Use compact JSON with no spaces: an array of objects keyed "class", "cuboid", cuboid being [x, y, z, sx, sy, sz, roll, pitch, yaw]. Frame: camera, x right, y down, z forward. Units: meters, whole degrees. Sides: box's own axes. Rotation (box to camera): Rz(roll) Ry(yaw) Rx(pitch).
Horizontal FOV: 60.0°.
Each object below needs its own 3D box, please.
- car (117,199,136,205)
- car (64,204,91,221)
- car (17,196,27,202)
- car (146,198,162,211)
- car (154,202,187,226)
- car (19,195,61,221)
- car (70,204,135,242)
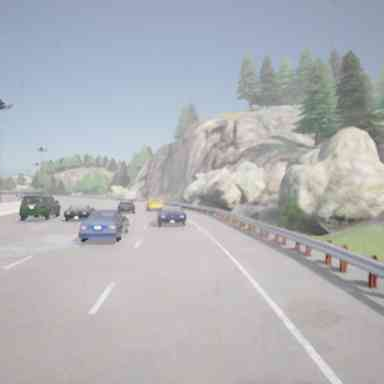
[{"class":"car","cuboid":[-7.309,1.549,37.102,2.128,1.511,4.902,0,0,-11]},{"class":"car","cuboid":[-9.141,1.652,27.549,1.895,1.301,4.718,0,0,-9]},{"class":"car","cuboid":[-42.516,1.675,82.946,2.128,1.511,4.902,0,0,-29]},{"class":"car","cuboid":[-4.714,1.535,41.703,1.882,1.535,5.008,0,0,-12]},{"class":"car","cuboid":[-1.532,1.631,23.649,1.895,1.301,4.718,0,0,-7]},{"class":"car","cuboid":[-12.803,1.282,28.321,2.150,2.045,5.566,0,0,-9]},{"class":"car","cuboid":[-4.266,1.576,16.726,2.033,1.411,5.357,0,0,-5]}]
